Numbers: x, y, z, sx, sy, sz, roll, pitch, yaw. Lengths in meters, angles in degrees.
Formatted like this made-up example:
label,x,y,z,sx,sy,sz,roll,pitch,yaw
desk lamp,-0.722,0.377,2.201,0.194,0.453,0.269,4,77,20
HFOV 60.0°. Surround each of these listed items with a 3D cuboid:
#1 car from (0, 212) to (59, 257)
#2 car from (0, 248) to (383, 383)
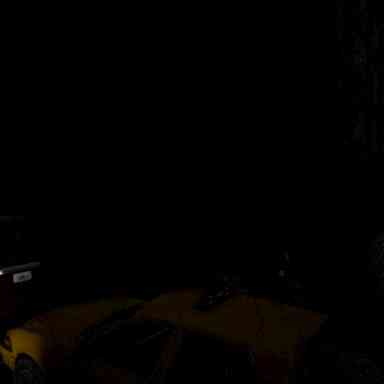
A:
label,x,y,z,sx,sy,sz,roll,pitch,yaw
car,-4.404,1.312,6.224,5.009,1.841,2.192,0,1,36
car,0.001,1.525,3.074,4.829,1.417,1.752,0,1,36
